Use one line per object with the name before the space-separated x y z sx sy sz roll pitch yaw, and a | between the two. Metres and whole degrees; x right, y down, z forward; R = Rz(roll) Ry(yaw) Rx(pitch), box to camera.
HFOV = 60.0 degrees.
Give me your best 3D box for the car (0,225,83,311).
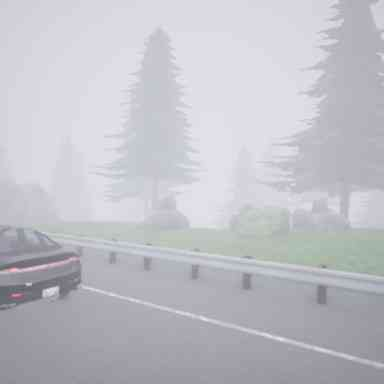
car | -4.380 1.464 7.000 4.902 1.511 2.128 0 0 35
